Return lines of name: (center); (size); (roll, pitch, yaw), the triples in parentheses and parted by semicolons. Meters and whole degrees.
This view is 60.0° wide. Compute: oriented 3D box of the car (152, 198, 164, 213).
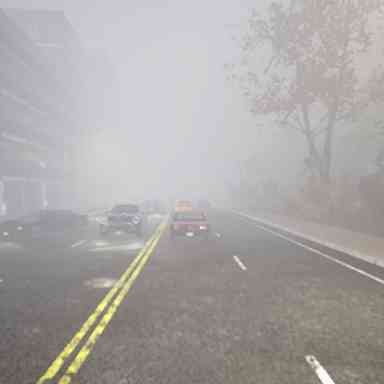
car: (-4.432, 1.586, 37.646); (2.128, 1.511, 4.902); (0, 0, -3)

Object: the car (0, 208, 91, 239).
car: (-7.797, 1.587, 18.092); (2.033, 1.411, 5.357); (2, 0, 20)

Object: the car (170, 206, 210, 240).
car: (-0.152, 1.646, 17.379); (1.895, 1.301, 4.718); (0, 0, -1)

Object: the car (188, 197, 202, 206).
car: (0.515, 1.680, 61.007); (2.033, 1.411, 5.357); (0, 0, -5)

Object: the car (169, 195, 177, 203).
car: (-3.851, 1.512, 72.231); (2.097, 1.767, 4.553); (0, 0, -6)

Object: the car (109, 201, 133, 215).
car: (-7.594, 1.694, 36.017); (1.895, 1.301, 4.718); (0, 0, -3)

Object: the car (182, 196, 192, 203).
car: (-1.231, 1.686, 78.141); (1.812, 1.442, 4.674); (0, 0, -7)

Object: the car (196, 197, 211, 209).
car: (1.619, 1.672, 48.050); (1.994, 1.385, 4.181); (0, 0, -4)

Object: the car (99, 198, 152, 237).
car: (-3.641, 1.402, 18.438); (2.097, 1.767, 4.553); (0, 0, -2)

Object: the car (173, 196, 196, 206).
car: (-0.870, 1.564, 35.548); (1.882, 1.535, 5.008); (0, 0, -3)

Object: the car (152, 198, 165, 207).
car: (-5.659, 1.678, 56.219); (2.033, 1.411, 5.357); (0, 0, -4)
